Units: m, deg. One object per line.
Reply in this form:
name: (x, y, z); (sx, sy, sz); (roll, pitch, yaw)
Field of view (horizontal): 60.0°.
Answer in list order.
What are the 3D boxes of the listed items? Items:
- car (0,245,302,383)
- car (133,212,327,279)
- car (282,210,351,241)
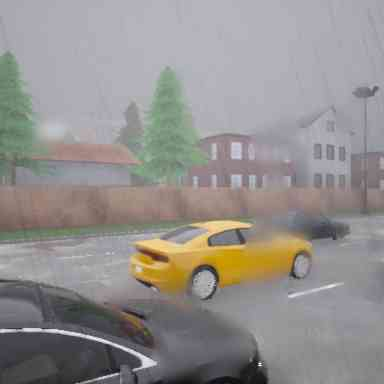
car: (-1.548, 1.503, 2.547); (4.892, 1.490, 1.837); (0, 0, -33)
car: (0.938, 1.475, 8.343); (5.008, 1.535, 1.882); (0, 0, -33)
car: (4.922, 1.543, 15.112); (5.357, 1.411, 2.033); (0, 0, -33)
